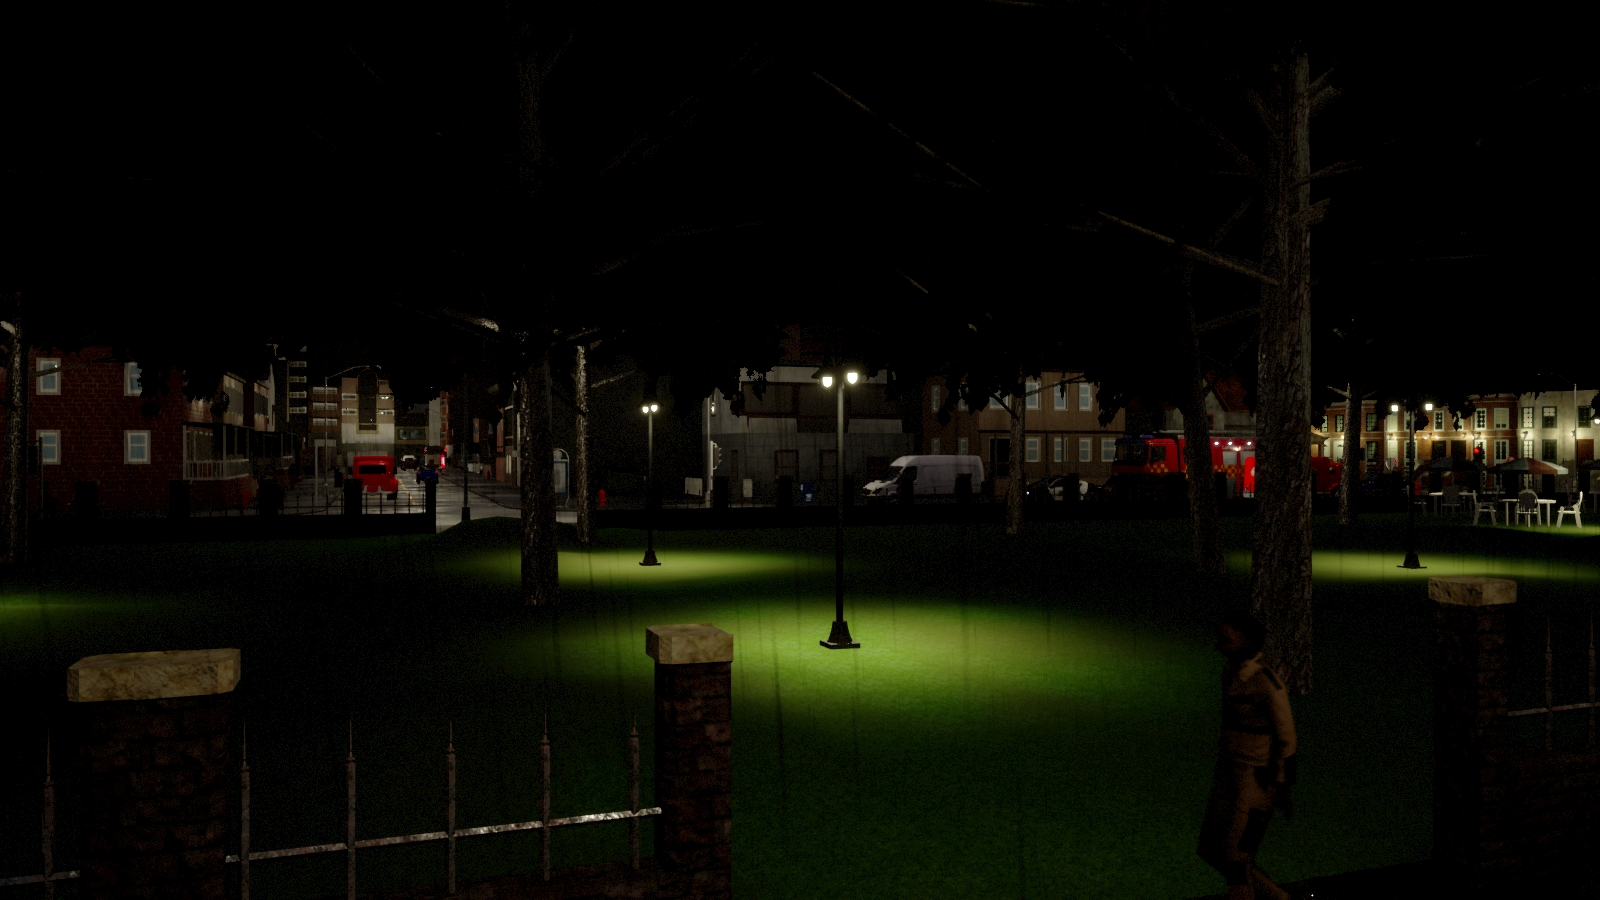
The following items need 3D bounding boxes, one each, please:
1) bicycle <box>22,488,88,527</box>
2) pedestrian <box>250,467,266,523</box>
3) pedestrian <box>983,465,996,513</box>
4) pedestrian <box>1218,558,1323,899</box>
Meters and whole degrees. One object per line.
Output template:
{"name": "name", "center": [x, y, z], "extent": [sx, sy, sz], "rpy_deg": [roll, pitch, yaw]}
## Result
{"name": "bicycle", "center": [-25.144, 1.940, 38.593], "extent": [1.835, 1.271, 0.329], "rpy_deg": [0, 0, -20]}
{"name": "pedestrian", "center": [-18.323, 1.525, 38.611], "extent": [0.375, 1.860, 0.375], "rpy_deg": [0, 0, -7]}
{"name": "pedestrian", "center": [7.437, 1.525, 44.829], "extent": [0.375, 1.860, 0.375], "rpy_deg": [0, 0, -20]}
{"name": "pedestrian", "center": [2.495, 1.525, 6.074], "extent": [0.375, 1.860, 0.375], "rpy_deg": [0, 0, -10]}
